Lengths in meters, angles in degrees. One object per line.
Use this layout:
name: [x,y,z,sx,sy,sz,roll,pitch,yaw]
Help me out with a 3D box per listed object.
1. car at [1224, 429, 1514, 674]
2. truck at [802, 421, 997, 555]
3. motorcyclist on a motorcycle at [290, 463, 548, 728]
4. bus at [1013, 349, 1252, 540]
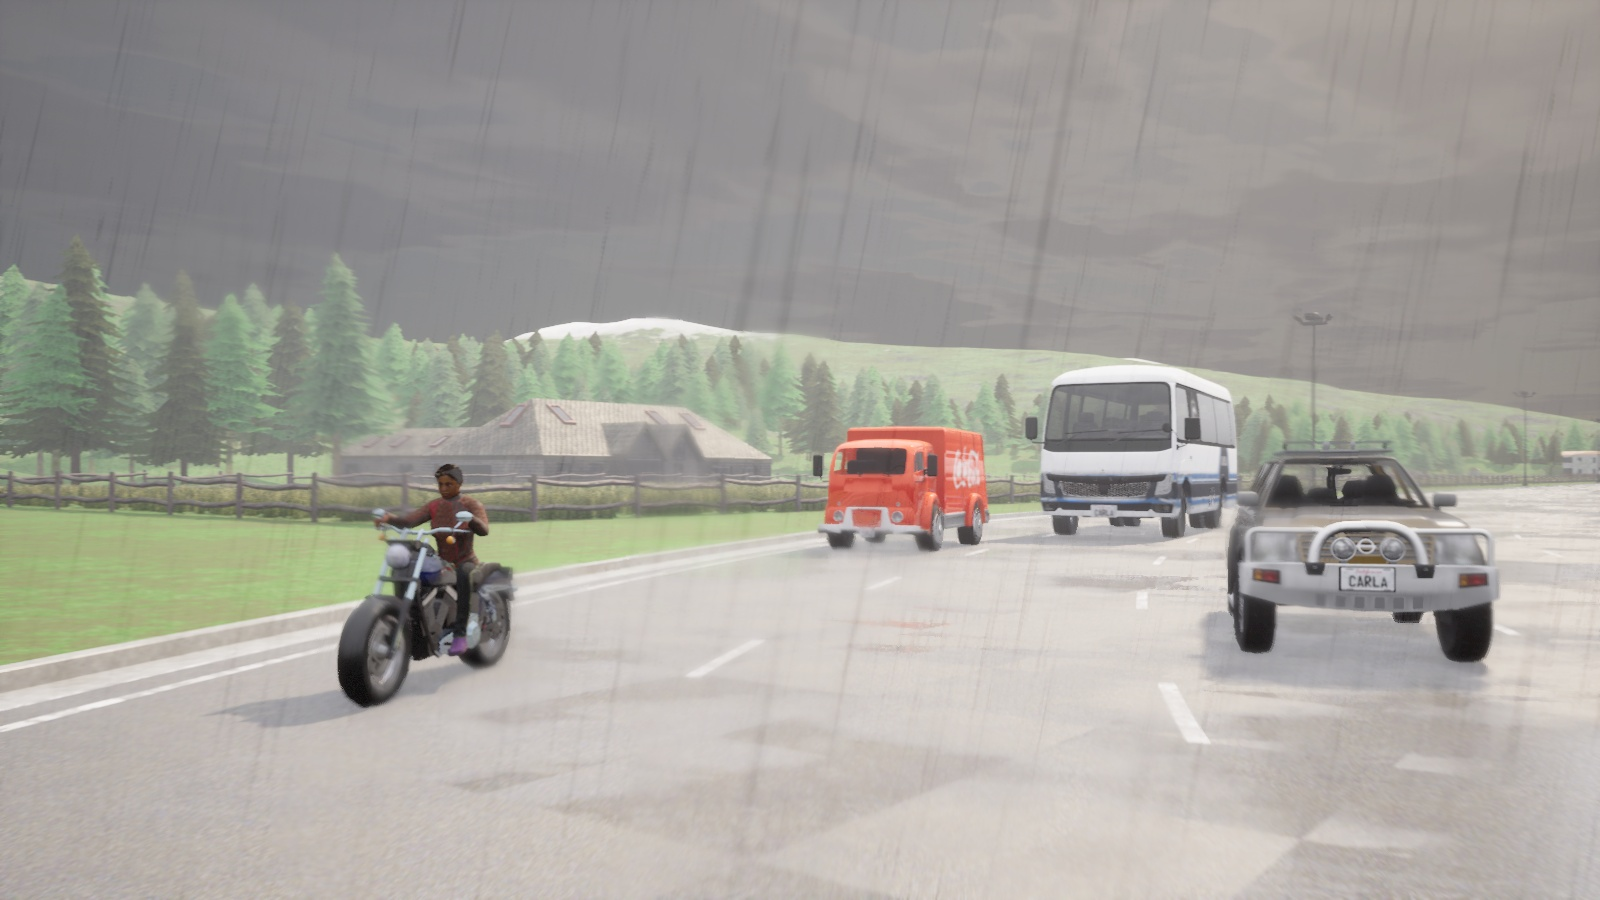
car: [5.159,0.817,12.025,1.932,1.855,4.605,-1,-1,17]
truck: [2.207,0.757,26.003,2.627,2.467,5.204,-1,-1,21]
motorcyclist on a motorcycle: [-2.644,0.925,9.084,0.766,1.649,2.350,0,-1,11]
bus: [9.151,-0.032,33.306,3.944,4.253,10.273,-1,-1,27]
